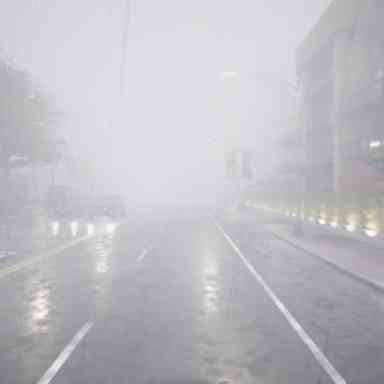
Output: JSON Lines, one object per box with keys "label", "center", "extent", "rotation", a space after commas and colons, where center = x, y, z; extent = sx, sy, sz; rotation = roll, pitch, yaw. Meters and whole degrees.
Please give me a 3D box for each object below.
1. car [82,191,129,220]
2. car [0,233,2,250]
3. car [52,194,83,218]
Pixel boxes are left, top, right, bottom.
{"label": "car", "center": [-7.103, 1.208, 28.159], "extent": [2.150, 2.045, 5.566], "rotation": [0, 0, 0]}
{"label": "car", "center": [-7.102, 1.501, 8.858], "extent": [1.837, 1.490, 4.892], "rotation": [0, 0, 0]}
{"label": "car", "center": [-10.595, 1.209, 30.167], "extent": [2.150, 2.045, 5.566], "rotation": [0, 0, 0]}
